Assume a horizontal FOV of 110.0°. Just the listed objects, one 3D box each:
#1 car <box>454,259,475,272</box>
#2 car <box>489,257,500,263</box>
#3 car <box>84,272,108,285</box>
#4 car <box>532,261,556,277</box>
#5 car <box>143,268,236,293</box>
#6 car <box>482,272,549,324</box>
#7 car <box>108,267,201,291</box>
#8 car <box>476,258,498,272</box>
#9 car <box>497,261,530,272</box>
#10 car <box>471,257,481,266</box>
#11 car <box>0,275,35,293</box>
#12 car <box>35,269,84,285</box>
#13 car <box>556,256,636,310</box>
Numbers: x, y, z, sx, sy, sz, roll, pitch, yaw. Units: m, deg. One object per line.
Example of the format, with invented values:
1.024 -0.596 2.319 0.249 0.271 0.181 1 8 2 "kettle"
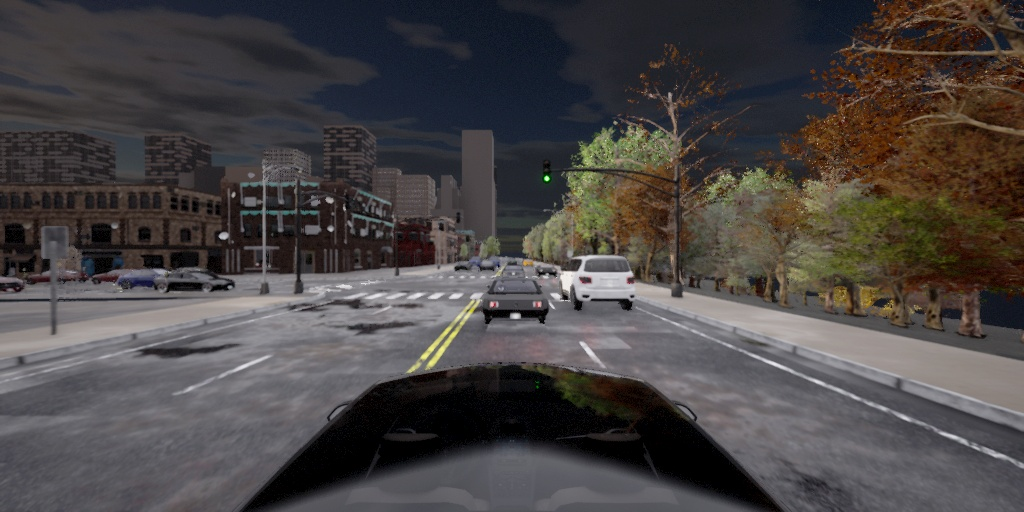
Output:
-6.570 1.475 48.176 1.895 1.301 4.718 0 0 0 "car"
-3.253 1.138 64.541 2.150 2.045 5.566 0 0 1 "car"
-33.805 1.740 31.132 4.207 1.307 1.802 0 0 0 "car"
3.363 1.445 36.290 1.895 1.301 4.718 0 0 0 "car"
-19.939 1.625 22.608 4.313 1.339 1.948 0 0 0 "car"
0.077 1.380 12.160 1.895 1.301 4.718 0 0 -1 "car"
-24.998 1.624 25.324 4.674 1.442 1.812 -1 0 0 "car"
-3.318 1.354 48.720 1.882 1.535 5.008 0 0 0 "car"
0.111 1.373 29.207 2.033 1.411 5.357 0 0 0 "car"
-6.500 1.137 64.436 2.150 2.045 5.566 0 0 0 "car"
-33.816 1.658 22.751 4.097 1.591 1.967 0 0 0 "car"
-39.339 1.803 31.141 4.207 1.307 1.802 0 0 0 "car"
3.357 1.008 14.972 2.150 2.045 5.566 0 0 0 "car"
